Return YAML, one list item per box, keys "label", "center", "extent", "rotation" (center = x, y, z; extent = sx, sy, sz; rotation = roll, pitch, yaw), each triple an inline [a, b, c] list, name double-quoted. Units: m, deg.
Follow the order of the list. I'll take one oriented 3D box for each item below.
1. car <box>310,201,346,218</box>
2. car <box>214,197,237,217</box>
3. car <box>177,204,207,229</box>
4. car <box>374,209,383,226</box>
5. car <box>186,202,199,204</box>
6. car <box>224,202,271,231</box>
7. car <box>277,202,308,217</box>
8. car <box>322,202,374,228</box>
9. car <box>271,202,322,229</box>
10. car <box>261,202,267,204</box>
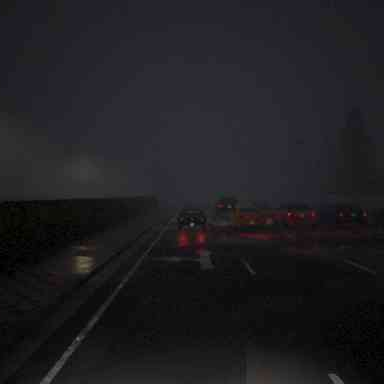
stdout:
- label: "car"
  center: [14.026, 1.771, 34.677]
  extent: [1.837, 1.490, 4.892]
  rotation: [0, 0, 1]
- label: "car"
  center: [3.518, 1.483, 34.055]
  extent: [2.150, 2.045, 5.566]
  rotation: [0, 0, 0]
- label: "car"
  center: [0.004, 1.777, 23.050]
  extent: [1.895, 1.301, 4.718]
  rotation: [0, 0, 0]
- label: "car"
  center: [13.999, 1.650, 22.512]
  extent: [1.882, 1.535, 5.008]
  rotation: [0, 0, 0]
- label: "car"
  center: [0.031, 1.759, 35.215]
  extent: [2.128, 1.511, 4.902]
  rotation: [0, 0, 1]
- label: "car"
  center: [3.497, 1.644, 21.843]
  extent: [1.882, 1.535, 5.008]
  rotation: [0, 0, 0]
- label: "car"
  center: [10.533, 1.833, 35.207]
  extent: [1.994, 1.385, 4.181]
  rotation: [0, 0, 0]
- label: "car"
  center: [10.505, 1.533, 23.711]
  extent: [2.097, 1.767, 4.553]
  rotation: [0, -1, 0]
- label: "car"
  center: [7.009, 1.529, 23.323]
  extent: [2.097, 1.767, 4.553]
  rotation: [0, -1, 0]
- label: "car"
  center: [7.031, 1.760, 35.217]
  extent: [2.128, 1.511, 4.902]
  rotation: [0, 0, 1]
